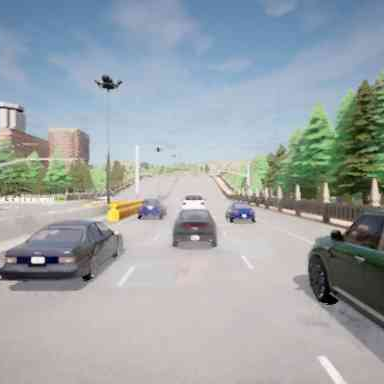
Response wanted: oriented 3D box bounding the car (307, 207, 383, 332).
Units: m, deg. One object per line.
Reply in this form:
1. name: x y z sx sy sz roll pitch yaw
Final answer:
1. car: 3.602 1.217 4.980 2.150 2.045 5.566 0 0 0

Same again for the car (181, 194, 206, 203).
1. car: 0.144 1.186 31.782 2.150 2.045 5.566 0 0 0

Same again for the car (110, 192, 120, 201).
1. car: -10.441 0.985 41.406 2.150 2.045 5.566 0 0 0

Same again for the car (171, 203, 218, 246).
1. car: 0.119 1.490 15.119 1.837 1.490 4.892 0 0 0

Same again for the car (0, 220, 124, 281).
1. car: -3.388 1.536 9.795 2.033 1.411 5.357 0 0 0

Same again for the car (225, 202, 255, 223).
1. car: 3.634 1.500 25.373 1.812 1.442 4.674 0 0 0

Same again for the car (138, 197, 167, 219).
1. car: -3.359 1.320 29.027 2.097 1.767 4.553 0 0 0
